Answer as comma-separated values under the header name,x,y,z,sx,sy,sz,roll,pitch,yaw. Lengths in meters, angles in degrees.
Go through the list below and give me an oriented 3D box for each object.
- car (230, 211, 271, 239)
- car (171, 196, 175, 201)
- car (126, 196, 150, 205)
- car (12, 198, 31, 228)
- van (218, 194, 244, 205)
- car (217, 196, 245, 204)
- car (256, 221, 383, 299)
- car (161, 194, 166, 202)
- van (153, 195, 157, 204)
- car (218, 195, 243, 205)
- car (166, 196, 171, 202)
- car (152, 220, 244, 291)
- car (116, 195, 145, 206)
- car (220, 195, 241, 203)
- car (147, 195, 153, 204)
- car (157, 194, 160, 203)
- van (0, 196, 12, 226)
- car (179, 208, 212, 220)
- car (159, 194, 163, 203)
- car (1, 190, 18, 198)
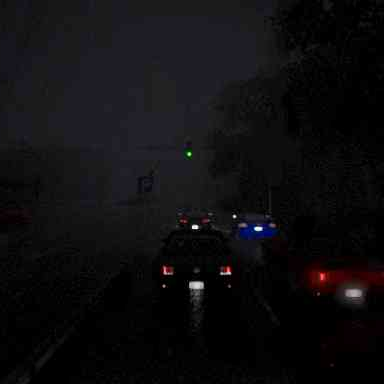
name,x,y,z,sx,sy,sz,roll,pitch,yaw
car,3.156,1.711,17.575,1.994,1.385,4.181,0,-1,1
car,-8.070,1.665,87.662,5.566,2.045,2.435,-1,-1,-12
car,-10.757,1.652,66.664,4.553,1.767,2.185,-1,-1,-14
car,-13.645,1.560,22.911,4.553,1.767,2.185,-1,0,-19
van,7.235,1.477,63.329,4.442,1.987,1.878,1,0,-14
car,8.150,1.739,69.291,5.366,1.575,1.946,1,-1,-13
car,3.119,1.673,8.608,1.895,1.301,4.718,0,0,0
car,-9.328,1.898,78.671,4.674,1.452,2.002,-1,-1,-13
van,-10.294,1.570,69.705,4.442,1.987,1.878,-1,-1,-14
car,7.616,1.596,66.298,4.553,1.767,2.185,1,-1,-14
car,-8.518,1.937,84.654,4.674,1.452,2.002,-1,0,-12
car,0.110,1.678,9.169,1.895,1.301,4.718,0,0,0
car,-11.491,1.774,60.718,4.792,1.488,2.163,-1,0,-15
car,9.396,1.684,80.999,4.553,1.767,2.185,1,-1,-12
car,-10.848,1.752,63.711,5.366,1.575,1.946,-1,-1,-15
car,-10.068,1.819,72.674,4.892,1.521,2.231,-1,-1,-14
van,-13.618,1.433,19.934,4.442,1.987,1.878,-1,-1,-20
car,0.192,1.693,19.777,1.812,1.442,4.674,0,0,1
car,-9.698,1.878,75.669,4.674,1.452,2.002,-1,0,-13
car,-28.205,0.490,51.582,2.002,1.452,4.674,6,-3,-19
